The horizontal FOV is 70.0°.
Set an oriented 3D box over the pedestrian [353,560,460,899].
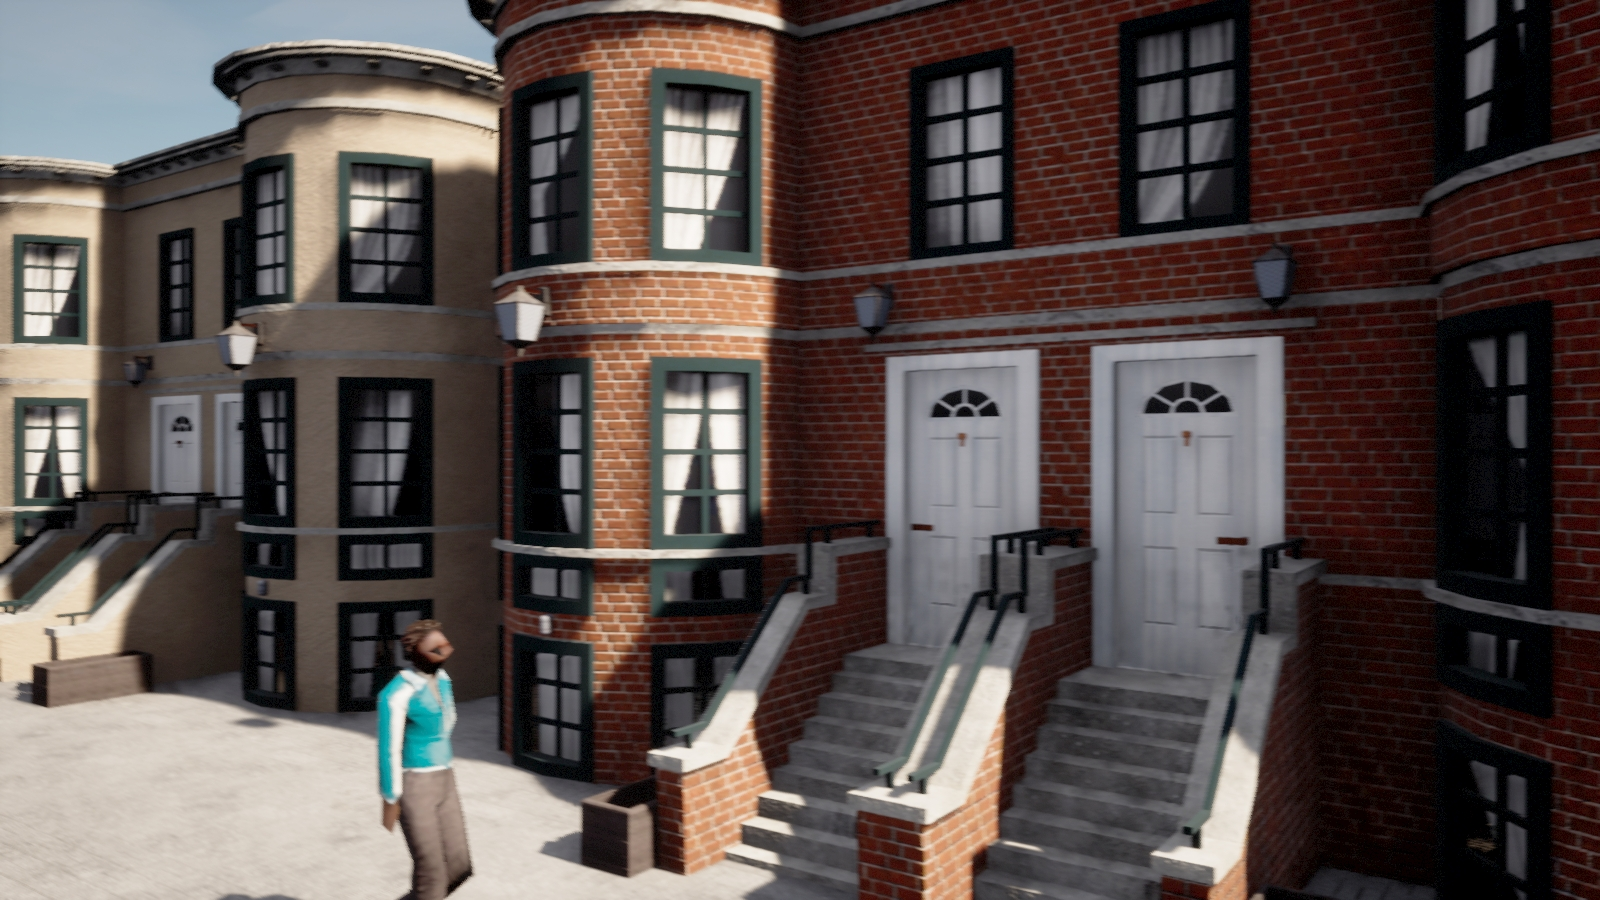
[{"bbox_3d":[-2.044,1.525,5.945,0.375,1.860,0.375,0,0,21],"label":"pedestrian"}]
